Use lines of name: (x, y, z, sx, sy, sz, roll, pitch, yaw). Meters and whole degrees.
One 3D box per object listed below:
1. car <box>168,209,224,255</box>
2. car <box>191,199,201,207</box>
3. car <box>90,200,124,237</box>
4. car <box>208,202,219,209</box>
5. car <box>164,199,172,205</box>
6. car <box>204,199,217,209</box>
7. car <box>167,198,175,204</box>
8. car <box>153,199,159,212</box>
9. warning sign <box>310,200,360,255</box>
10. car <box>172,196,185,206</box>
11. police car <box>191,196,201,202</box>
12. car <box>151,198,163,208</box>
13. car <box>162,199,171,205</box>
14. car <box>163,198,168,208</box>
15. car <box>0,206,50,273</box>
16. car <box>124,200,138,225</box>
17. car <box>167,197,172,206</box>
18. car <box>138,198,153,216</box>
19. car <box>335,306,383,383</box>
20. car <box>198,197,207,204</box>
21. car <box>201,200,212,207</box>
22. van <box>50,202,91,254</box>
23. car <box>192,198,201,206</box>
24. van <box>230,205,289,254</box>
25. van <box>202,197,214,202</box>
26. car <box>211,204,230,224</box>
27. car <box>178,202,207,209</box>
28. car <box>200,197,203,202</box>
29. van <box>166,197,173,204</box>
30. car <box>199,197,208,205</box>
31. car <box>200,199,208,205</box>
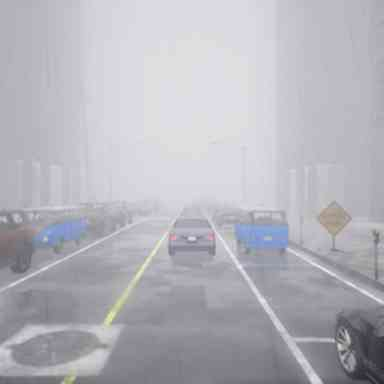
car: (-0.003, 1.681, 13.995, 2.033, 1.411, 5.357, 0, -1, 0)
car: (0.831, 2.140, 66.865, 1.882, 1.535, 5.008, 0, -1, -1)
car: (-5.767, 1.501, 19.478, 2.192, 1.841, 5.009, 0, -1, 0)
car: (2.754, 1.862, 30.713, 1.947, 1.339, 4.313, 0, -1, 0)
car: (-5.788, 2.335, 81.007, 1.752, 1.417, 4.829, 0, -1, 0)
car: (2.751, 1.952, 41.931, 1.887, 1.381, 4.507, 0, -1, 0)
car: (-5.792, 2.372, 92.396, 1.967, 1.590, 4.097, 0, -1, 0)
car: (-5.775, 1.958, 41.913, 2.008, 1.369, 4.403, 0, -1, 0)
warning sign: (5.062, 1.228, 11.881, 1.300, 1.860, 1.060, 0, -1, 0)
car: (-3.023, 2.063, 71.820, 2.097, 1.767, 4.553, 0, -1, 0)
police car: (0.882, 1.984, 56.984, 1.930, 1.638, 5.238, 0, -1, 0)
car: (-5.776, 1.778, 47.524, 2.192, 1.841, 5.009, 0, -1, 0)
car: (-5.786, 2.334, 75.568, 1.802, 1.307, 4.206, 0, -1, 0)
car: (-5.780, 2.143, 58.740, 1.947, 1.339, 4.313, 0, -1, 0)
car: (-5.763, 1.394, 8.260, 2.192, 1.841, 5.009, 0, -1, 0)
car: (-5.768, 1.556, 25.087, 2.192, 1.841, 5.009, 0, -1, 0)
car: (-5.784, 2.244, 69.959, 2.008, 1.369, 4.403, 0, -1, 0)
car: (-5.773, 1.791, 36.305, 1.967, 1.590, 4.097, 0, -1, 0)
car: (2.764, 1.592, 2.669, 1.947, 1.339, 4.313, 0, -1, 0)
car: (2.736, 2.187, 86.804, 2.192, 1.841, 5.009, 0, -1, 0)
car: (2.743, 2.200, 64.365, 1.947, 1.339, 4.313, 0, -1, 0)
van: (-5.765, 1.473, 13.868, 1.690, 1.788, 3.998, 0, -1, 0)
car: (0.877, 2.202, 72.872, 1.882, 1.535, 5.008, 0, -1, 0)
van: (2.760, 1.473, 13.889, 1.690, 1.788, 3.998, 0, -1, 0)
van: (2.749, 1.804, 47.542, 1.690, 1.788, 3.998, 0, -1, 0)
car: (2.756, 1.807, 25.104, 1.947, 1.339, 4.313, 0, -1, 0)
car: (-0.004, 1.847, 29.319, 1.994, 1.385, 4.181, 0, -1, 0)
car: (2.747, 1.960, 53.149, 1.967, 1.590, 4.097, 0, -1, 0)
van: (-5.790, 2.213, 86.788, 1.690, 1.788, 3.998, 0, -1, 0)
car: (2.737, 2.127, 81.195, 2.192, 1.841, 5.009, 0, -1, 0)
car: (2.739, 2.334, 75.583, 1.802, 1.307, 4.206, 0, -1, 0)
